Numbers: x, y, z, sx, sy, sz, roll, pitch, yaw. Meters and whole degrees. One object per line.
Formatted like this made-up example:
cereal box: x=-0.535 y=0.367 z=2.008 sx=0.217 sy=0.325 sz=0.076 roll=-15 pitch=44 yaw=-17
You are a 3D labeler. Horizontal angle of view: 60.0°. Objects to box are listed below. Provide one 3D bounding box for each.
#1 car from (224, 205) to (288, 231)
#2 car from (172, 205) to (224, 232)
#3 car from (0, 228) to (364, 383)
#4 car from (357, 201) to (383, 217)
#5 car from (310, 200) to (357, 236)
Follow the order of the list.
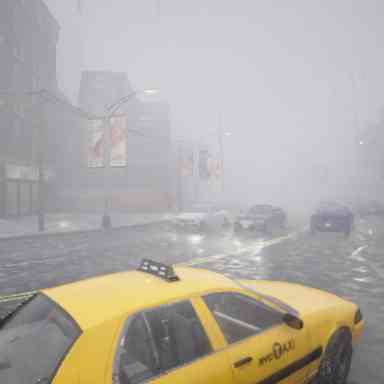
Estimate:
car: x=4.011 y=1.481 z=18.886 sx=2.128 sy=1.511 sz=4.902 roll=0 pitch=0 yaw=32
car: x=0.712 y=1.510 z=20.231 sx=1.812 sy=1.442 sz=4.674 roll=0 pitch=0 yaw=33
car: x=-0.113 y=1.453 z=3.393 sx=5.366 sy=1.575 sz=1.801 roll=0 pitch=0 yaw=-40
car: x=16.473 y=1.551 z=31.415 sx=1.994 sy=1.385 sz=4.181 roll=0 pitch=0 yaw=12
car: x=7.922 y=1.468 z=18.605 sx=1.882 sy=1.535 sz=5.008 roll=0 pitch=0 yaw=29
